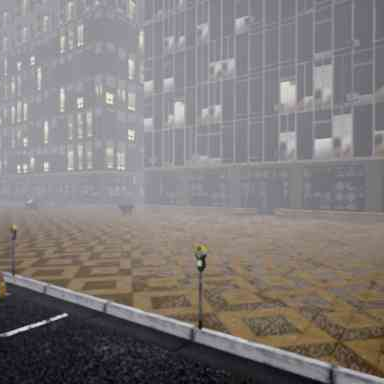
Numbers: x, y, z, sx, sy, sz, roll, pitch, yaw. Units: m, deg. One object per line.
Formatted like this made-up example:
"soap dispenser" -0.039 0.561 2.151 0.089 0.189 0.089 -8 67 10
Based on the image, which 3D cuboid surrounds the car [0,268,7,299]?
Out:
"car" -5.685 1.521 6.896 4.829 1.417 1.752 0 0 35
